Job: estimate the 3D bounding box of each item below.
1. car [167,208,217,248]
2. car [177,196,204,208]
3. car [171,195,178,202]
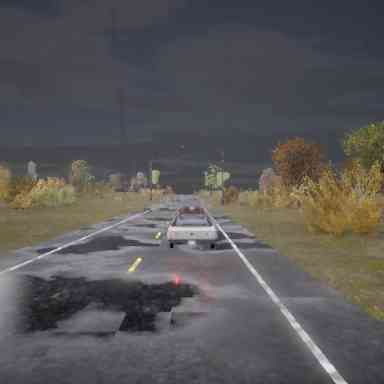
[{"bbox_3d":[0.000,1.618,14.681,1.895,1.301,4.718,0,0,0],"label":"car"},{"bbox_3d":[0.000,1.376,29.621,2.097,1.767,4.553,0,0,0],"label":"car"},{"bbox_3d":[-3.760,1.533,75.946,2.128,1.511,4.902,0,0,-3],"label":"car"}]
